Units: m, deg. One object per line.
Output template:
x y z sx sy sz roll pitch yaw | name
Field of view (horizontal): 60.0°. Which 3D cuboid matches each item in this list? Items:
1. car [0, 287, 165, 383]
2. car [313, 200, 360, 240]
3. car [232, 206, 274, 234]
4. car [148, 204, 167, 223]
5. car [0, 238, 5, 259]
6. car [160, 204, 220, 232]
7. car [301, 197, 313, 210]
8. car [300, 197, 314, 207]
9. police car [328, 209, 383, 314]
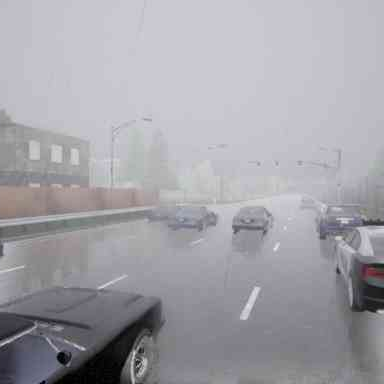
-1.898 1.600 2.663 1.895 1.301 4.718 0 0 18 | car
7.488 1.351 16.854 2.097 1.767 4.553 0 0 18 | car
3.633 1.547 19.362 2.033 1.411 5.357 0 0 18 | car
-1.717 1.564 25.479 1.994 1.385 4.181 0 0 18 | car
-7.300 1.504 8.620 1.837 1.490 4.892 0 0 18 | car
0.219 1.547 20.190 2.033 1.411 5.357 0 0 18 | car
14.645 1.601 41.736 1.895 1.301 4.718 0 0 19 | car
18.398 1.547 53.152 2.033 1.411 5.357 0 0 18 | car
4.389 1.425 7.494 1.930 1.638 5.238 0 0 18 | police car
